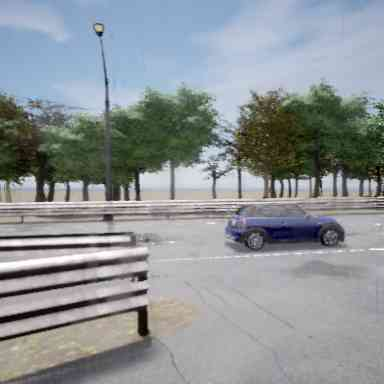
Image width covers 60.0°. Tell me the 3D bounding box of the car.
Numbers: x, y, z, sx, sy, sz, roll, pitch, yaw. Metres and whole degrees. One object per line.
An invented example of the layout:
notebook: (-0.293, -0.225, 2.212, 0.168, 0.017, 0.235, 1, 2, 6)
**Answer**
car: (3.672, 1.210, 13.274, 4.553, 1.767, 2.097, -1, 1, -11)
